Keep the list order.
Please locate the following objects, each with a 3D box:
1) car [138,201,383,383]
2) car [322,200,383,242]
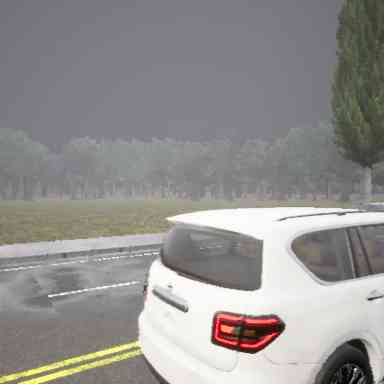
[{"bbox_3d":[2.030,1.221,4.553,5.566,2.045,2.150,0,0,-33],"label":"car"},{"bbox_3d":[9.017,1.350,17.057,4.553,1.767,2.097,0,0,-33],"label":"car"}]
